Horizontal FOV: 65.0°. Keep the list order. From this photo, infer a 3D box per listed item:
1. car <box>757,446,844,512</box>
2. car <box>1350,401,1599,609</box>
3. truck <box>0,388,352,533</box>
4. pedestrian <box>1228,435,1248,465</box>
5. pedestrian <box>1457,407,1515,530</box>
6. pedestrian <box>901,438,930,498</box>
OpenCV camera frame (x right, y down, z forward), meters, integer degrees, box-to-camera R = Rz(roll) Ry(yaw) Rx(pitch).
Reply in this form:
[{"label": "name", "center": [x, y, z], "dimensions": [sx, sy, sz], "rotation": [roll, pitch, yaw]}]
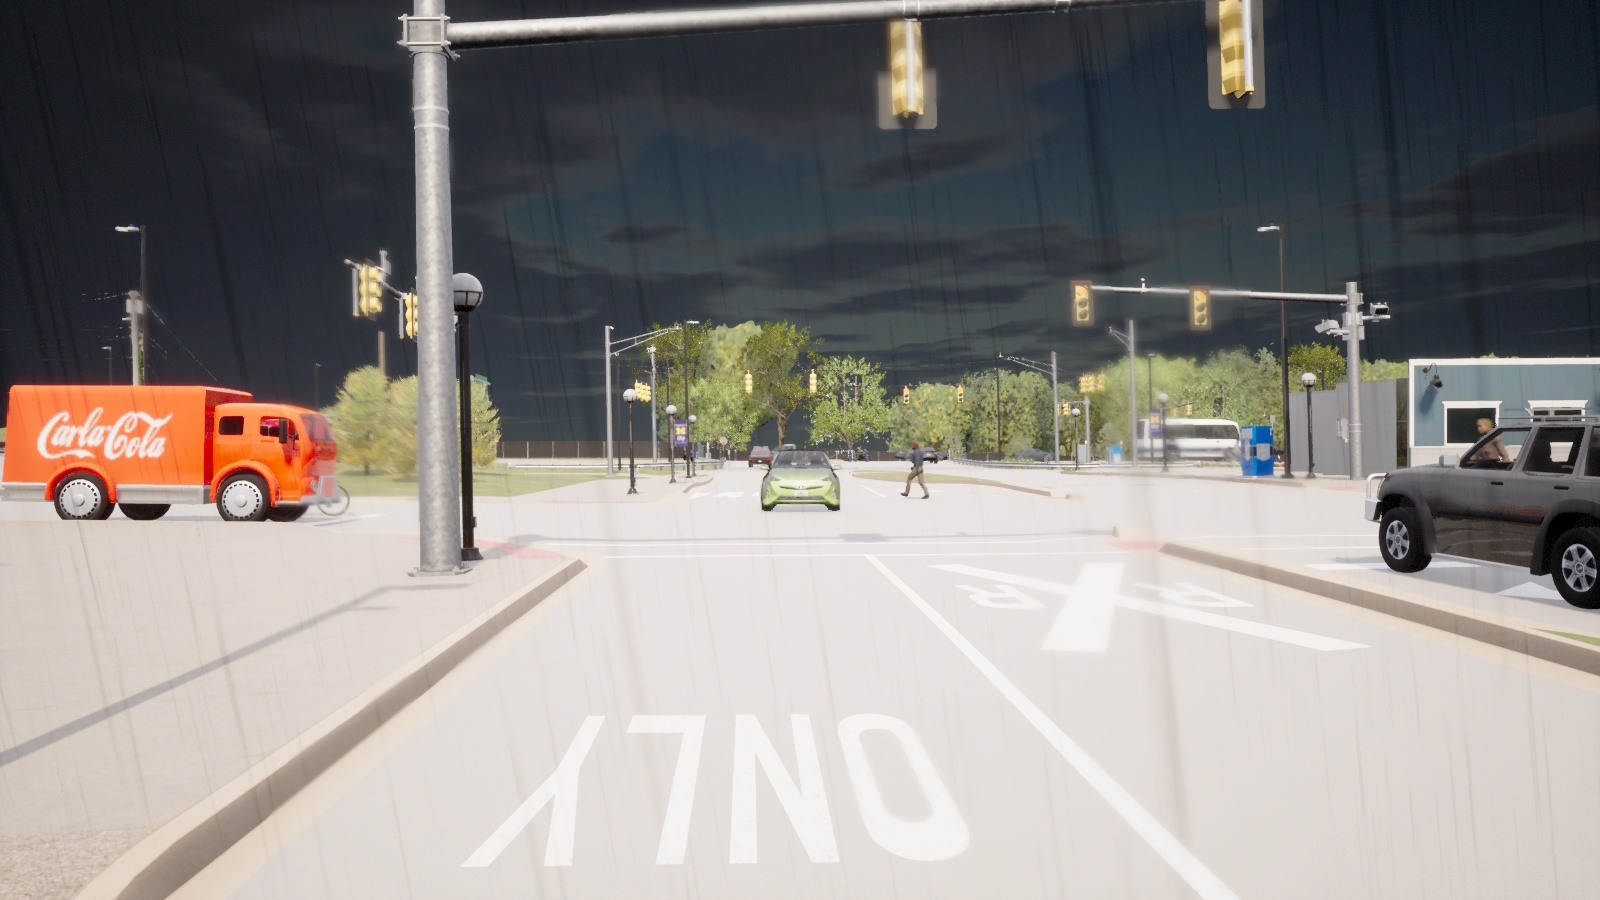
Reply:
[{"label": "car", "center": [0.011, 0.691, 31.481], "dimensions": [2.007, 1.525, 4.514], "rotation": [0, -1, 0]}, {"label": "car", "center": [7.887, 0.437, 13.016], "dimensions": [1.932, 1.855, 4.605], "rotation": [-1, 1, -7]}, {"label": "truck", "center": [-11.175, 0.198, 22.732], "dimensions": [5.204, 2.467, 2.627], "rotation": [0, -1, -2]}, {"label": "pedestrian", "center": [27.612, -0.022, 79.171], "dimensions": [0.900, 1.855, 0.874], "rotation": [-2, -1, -1]}, {"label": "pedestrian", "center": [10.502, 0.277, 19.223], "dimensions": [0.634, 1.846, 0.331], "rotation": [-2, -1, 2]}, {"label": "pedestrian", "center": [3.584, 0.569, 38.961], "dimensions": [0.726, 1.835, 0.370], "rotation": [-2, -1, 32]}]
